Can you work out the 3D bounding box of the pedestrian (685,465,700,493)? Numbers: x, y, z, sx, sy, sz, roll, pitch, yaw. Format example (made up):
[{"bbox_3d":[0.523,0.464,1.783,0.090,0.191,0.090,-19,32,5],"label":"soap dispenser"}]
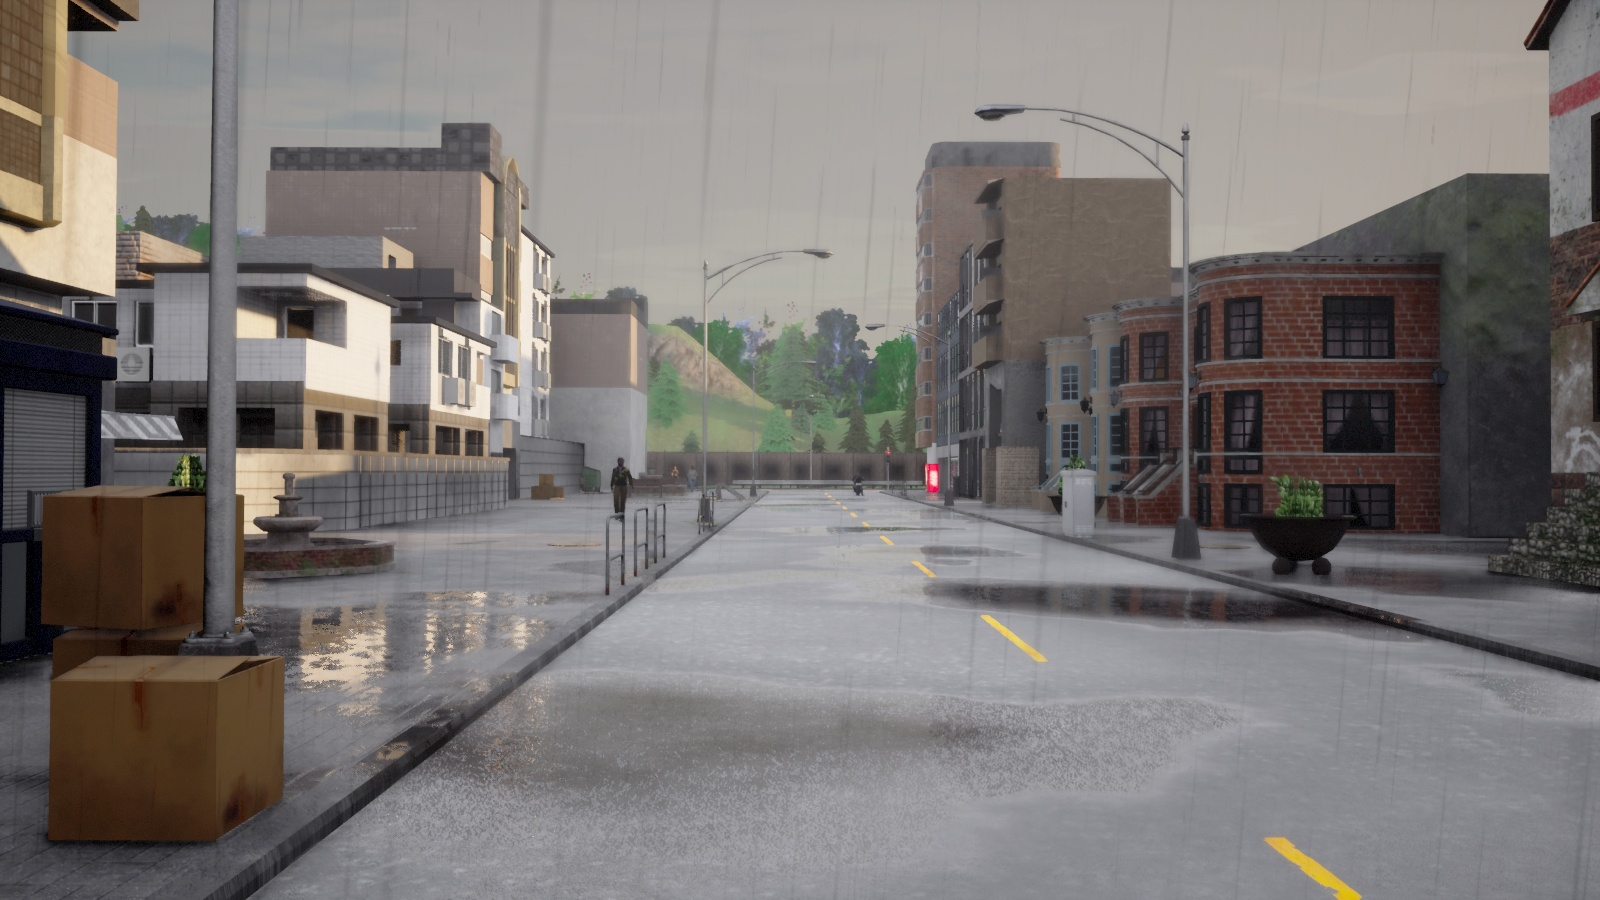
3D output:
[{"bbox_3d":[-7.156,1.954,83.590,0.874,1.855,0.900,0,-1,-10],"label":"pedestrian"}]
